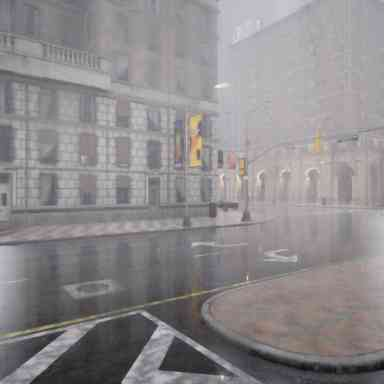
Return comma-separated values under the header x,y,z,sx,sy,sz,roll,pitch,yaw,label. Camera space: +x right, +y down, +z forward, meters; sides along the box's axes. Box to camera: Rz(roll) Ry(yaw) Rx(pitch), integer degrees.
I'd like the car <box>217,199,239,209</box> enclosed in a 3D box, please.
x,y,z,sx,sy,sz,roll,pitch,yaw,label
4.027,1.601,43.907,1.895,1.301,4.718,0,0,-36,car
